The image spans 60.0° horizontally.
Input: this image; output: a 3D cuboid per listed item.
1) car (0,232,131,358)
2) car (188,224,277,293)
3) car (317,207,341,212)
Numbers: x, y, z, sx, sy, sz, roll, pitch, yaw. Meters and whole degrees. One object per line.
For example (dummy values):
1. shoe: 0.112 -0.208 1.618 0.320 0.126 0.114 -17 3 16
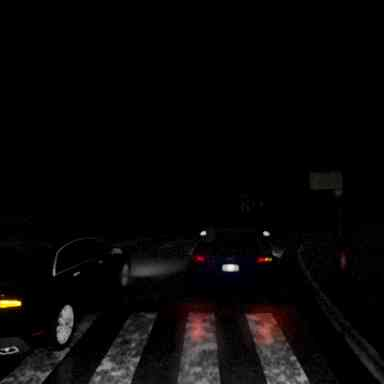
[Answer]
1. car: -2.570 1.519 6.251 1.837 1.490 4.892 -1 0 6
2. car: 1.125 1.543 8.870 1.994 1.385 4.181 -1 0 9
3. car: 25.307 3.375 62.149 1.895 1.301 4.718 2 -5 -28
